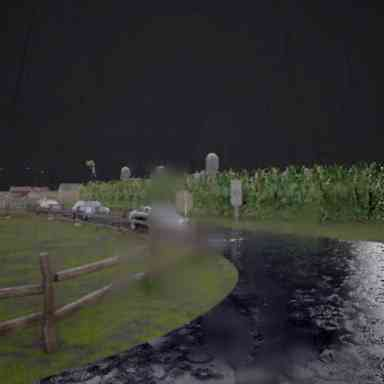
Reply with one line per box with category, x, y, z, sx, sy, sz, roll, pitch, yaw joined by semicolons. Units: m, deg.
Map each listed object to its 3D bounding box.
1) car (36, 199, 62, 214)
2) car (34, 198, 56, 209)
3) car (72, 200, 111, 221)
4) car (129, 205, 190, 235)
car;-16.666;1.761;39.352;1.812;1.442;4.674;-1;0;-36
car;-23.970;1.822;54.100;2.128;1.511;4.902;-1;0;-37
car;-8.737;1.488;28.629;2.097;1.767;4.553;-1;0;-37
car;-2.017;1.542;19.577;2.128;1.511;4.902;-1;0;-37
